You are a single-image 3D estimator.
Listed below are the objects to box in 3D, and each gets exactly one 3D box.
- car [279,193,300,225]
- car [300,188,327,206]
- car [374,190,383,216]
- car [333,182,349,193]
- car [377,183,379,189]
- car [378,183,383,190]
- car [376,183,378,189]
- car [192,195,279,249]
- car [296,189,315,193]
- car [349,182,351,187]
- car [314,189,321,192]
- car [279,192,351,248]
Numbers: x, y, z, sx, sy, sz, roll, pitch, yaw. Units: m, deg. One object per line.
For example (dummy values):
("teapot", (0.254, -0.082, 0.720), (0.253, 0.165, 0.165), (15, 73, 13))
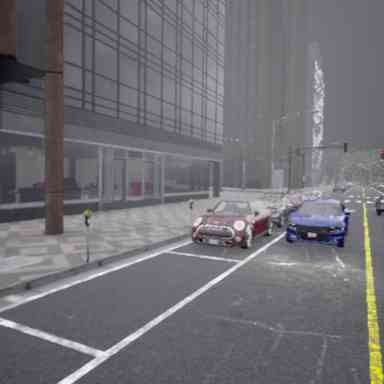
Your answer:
("car", (4.082, 0.910, 16.908), (2.008, 1.369, 4.403), (2, 3, 27))
("car", (11.483, 0.416, 31.310), (1.752, 1.417, 4.829), (2, 3, 27))
("car", (13.560, 0.827, 22.584), (2.033, 1.411, 5.357), (2, 3, 27))
("car", (28.653, -0.873, 64.712), (2.192, 1.841, 5.009), (2, 3, 27))
("car", (43.683, -0.829, 75.339), (1.887, 1.381, 4.507), (2, 3, 27))
("car", (41.199, -0.668, 70.504), (2.008, 1.369, 4.403), (2, 3, 27))
("car", (46.167, -0.983, 80.173), (1.887, 1.381, 4.507), (2, 3, 27))
("car", (1.591, 0.958, 12.051), (1.967, 1.590, 4.097), (2, 3, 27))
("car", (6.575, 0.746, 21.759), (1.887, 1.381, 4.507), (2, 3, 27))
("car", (36.024, -1.123, 79.074), (1.752, 1.417, 4.829), (2, 3, 27))
("car", (9.069, 0.483, 26.607), (1.967, 1.590, 4.097), (2, 3, 27))
("car", (4.983, 1.018, 12.831), (1.882, 1.535, 5.008), (2, 3, 27))
